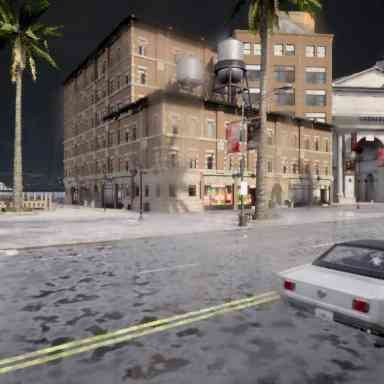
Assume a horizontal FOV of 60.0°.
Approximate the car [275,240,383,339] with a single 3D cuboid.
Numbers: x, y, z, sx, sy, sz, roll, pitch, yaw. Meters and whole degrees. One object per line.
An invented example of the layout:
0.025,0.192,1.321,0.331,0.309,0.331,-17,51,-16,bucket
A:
3.846,1.601,6.385,4.718,1.301,1.895,0,0,-35,car
